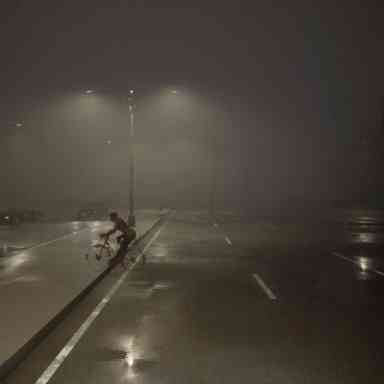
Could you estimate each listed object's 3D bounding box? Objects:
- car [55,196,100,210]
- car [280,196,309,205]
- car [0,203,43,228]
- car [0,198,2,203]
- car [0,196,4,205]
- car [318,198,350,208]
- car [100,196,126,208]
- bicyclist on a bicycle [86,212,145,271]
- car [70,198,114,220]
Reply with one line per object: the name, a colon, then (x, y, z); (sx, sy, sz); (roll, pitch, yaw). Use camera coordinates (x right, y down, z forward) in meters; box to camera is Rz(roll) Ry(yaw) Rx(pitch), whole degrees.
car: (-14.949, 1.477, 42.854); (5.008, 1.535, 1.882); (0, 0, 0)
car: (17.611, 1.490, 57.258); (4.902, 1.511, 2.128); (0, 0, -3)
car: (-11.741, 1.601, 21.973); (1.895, 1.301, 4.718); (0, 0, 0)
car: (-28.842, 1.564, 46.314); (4.181, 1.385, 1.994); (0, 0, 0)
car: (-35.313, 1.488, 57.000); (4.902, 1.511, 2.128); (0, 0, 0)
car: (19.777, 1.564, 46.469); (4.181, 1.385, 1.994); (0, 0, 0)
car: (-11.544, 1.352, 46.362); (4.553, 1.767, 2.097); (0, 0, 0)
bicyclist on a bicycle: (-2.115, 1.401, 9.380); (1.656, 1.620, 0.582); (5, -2, -3)
car: (-8.261, 1.505, 27.905); (1.837, 1.490, 4.892); (0, 0, 0)
